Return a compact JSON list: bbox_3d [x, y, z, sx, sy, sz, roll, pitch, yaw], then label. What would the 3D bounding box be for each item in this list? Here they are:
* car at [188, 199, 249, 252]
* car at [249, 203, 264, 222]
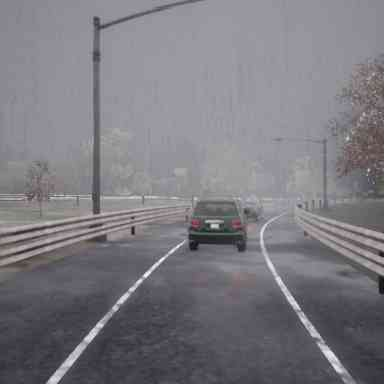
[{"bbox_3d":[1.247,1.299,14.279,2.150,2.045,5.566,0,0,10],"label":"car"},{"bbox_3d":[4.943,1.689,28.459,1.837,1.490,4.892,0,-1,19],"label":"car"}]
